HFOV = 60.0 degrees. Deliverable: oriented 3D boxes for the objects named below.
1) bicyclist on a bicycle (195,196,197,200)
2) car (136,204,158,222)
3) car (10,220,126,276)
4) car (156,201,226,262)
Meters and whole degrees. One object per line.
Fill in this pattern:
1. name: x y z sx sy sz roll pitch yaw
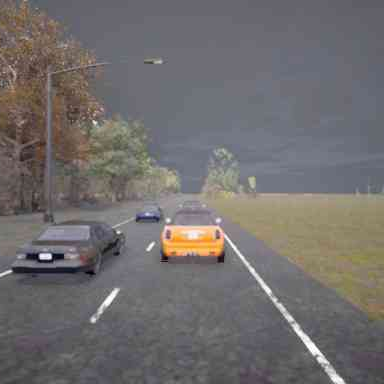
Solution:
1. bicyclist on a bicycle: 0.995 1.836 88.878 0.582 1.620 1.656 0 -1 0
2. car: -3.442 1.684 27.758 1.994 1.385 4.181 0 0 0
3. car: -3.469 1.592 10.434 2.033 1.411 5.357 0 0 1
4. car: 0.050 1.405 12.526 2.097 1.767 4.553 0 0 1
